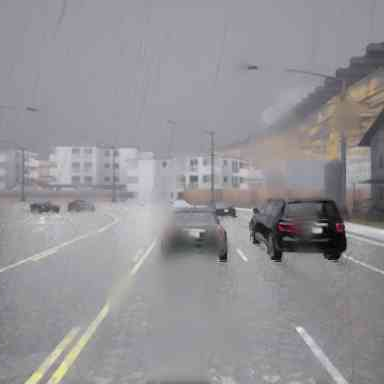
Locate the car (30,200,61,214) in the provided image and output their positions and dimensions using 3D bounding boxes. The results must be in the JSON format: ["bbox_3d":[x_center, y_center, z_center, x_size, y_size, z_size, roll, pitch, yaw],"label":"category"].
[{"bbox_3d":[-14.843,1.511,33.596,1.895,1.301,4.718,0,0,-38],"label":"car"}]

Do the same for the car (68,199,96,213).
[{"bbox_3d":[-11.823,1.431,35.430,1.812,1.442,4.674,0,0,-37],"label":"car"}]

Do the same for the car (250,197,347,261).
[{"bbox_3d":[3.595,1.188,12.242,2.150,2.045,5.566,0,0,0],"label":"car"}]

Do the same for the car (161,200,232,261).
[{"bbox_3d":[0.092,1.318,12.260,2.097,1.767,4.553,0,0,0],"label":"car"}]

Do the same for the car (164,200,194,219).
[{"bbox_3d":[-1.248,1.447,29.448,1.812,1.442,4.674,0,0,-14],"label":"car"}]

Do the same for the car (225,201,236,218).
[{"bbox_3d":[2.372,1.485,29.203,1.994,1.385,4.181,0,0,-12],"label":"car"}]
